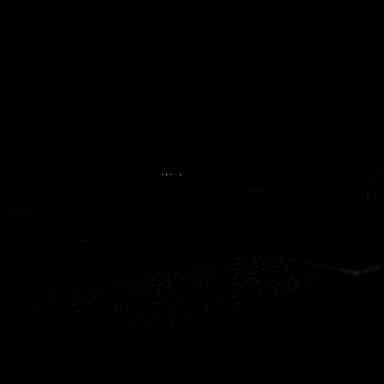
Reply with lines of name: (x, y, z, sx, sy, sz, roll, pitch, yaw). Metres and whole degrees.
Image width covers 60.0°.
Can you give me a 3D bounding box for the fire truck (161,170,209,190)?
fire truck: (-1.194, -1.167, 47.296, 2.891, 3.827, 8.468, 0, 3, -35)
